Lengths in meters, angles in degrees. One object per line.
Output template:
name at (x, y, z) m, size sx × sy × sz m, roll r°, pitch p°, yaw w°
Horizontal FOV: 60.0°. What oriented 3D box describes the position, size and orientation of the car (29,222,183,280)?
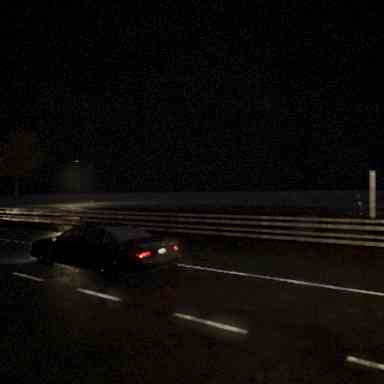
car at (-2.833, 1.651, 10.310) m, size 5.357 × 1.411 × 2.033 m, roll -1°, pitch 0°, yaw 36°
